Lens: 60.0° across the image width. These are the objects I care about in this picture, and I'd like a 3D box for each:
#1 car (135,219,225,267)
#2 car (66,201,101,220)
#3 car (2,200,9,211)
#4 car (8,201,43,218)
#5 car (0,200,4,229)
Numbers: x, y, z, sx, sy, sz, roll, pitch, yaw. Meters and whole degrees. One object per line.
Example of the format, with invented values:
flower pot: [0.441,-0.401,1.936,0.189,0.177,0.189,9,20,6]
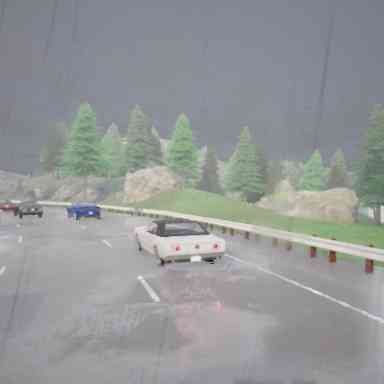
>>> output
car: [-0.687,1.595,11.489,1.895,1.301,4.718,0,0,-21]
car: [-9.152,1.465,27.799,1.882,1.535,5.008,0,0,-32]
car: [-21.689,1.549,38.009,1.994,1.385,4.181,0,0,-43]
car: [-14.778,1.535,29.890,2.033,1.411,5.357,0,0,-35]
car: [-12.914,1.497,20.637,1.837,1.490,4.892,0,0,-30]
